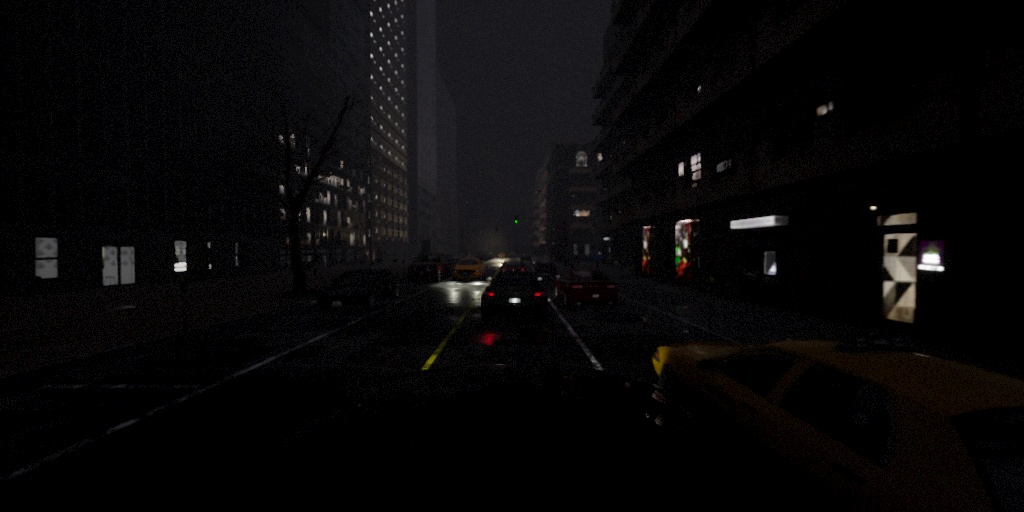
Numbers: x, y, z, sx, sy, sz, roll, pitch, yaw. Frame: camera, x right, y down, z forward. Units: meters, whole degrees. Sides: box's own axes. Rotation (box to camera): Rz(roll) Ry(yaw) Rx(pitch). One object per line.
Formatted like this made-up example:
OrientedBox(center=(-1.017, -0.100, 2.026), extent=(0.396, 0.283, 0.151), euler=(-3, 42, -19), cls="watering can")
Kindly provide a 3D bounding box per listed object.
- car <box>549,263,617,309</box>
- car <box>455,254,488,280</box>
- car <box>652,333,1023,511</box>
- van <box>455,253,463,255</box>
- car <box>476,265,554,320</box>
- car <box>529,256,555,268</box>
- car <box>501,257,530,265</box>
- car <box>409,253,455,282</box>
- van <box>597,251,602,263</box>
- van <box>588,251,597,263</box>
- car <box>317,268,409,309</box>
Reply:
OrientedBox(center=(2.705, 1.116, 13.806), extent=(1.888, 1.381, 4.507), euler=(0, 0, 0), cls="car")
OrientedBox(center=(-3.058, 0.868, 26.152), extent=(1.882, 1.535, 5.008), euler=(0, 1, 0), cls="car")
OrientedBox(center=(2.690, 1.260, 2.932), extent=(1.751, 1.417, 4.829), euler=(0, 0, 0), cls="car")
OrientedBox(center=(-5.646, 0.592, 35.907), extent=(1.690, 1.789, 3.998), euler=(0, 0, 0), cls="van")
OrientedBox(center=(0.090, 1.164, 11.857), extent=(1.994, 1.385, 4.181), euler=(0, 1, 0), cls="car")
OrientedBox(center=(2.727, 0.875, 30.372), extent=(1.888, 1.381, 4.507), euler=(0, 0, 0), cls="car")
OrientedBox(center=(0.113, 0.977, 27.163), extent=(1.895, 1.301, 4.718), euler=(0, 1, 0), cls="car")
OrientedBox(center=(-5.661, 0.724, 24.862), extent=(2.192, 1.841, 5.009), euler=(0, 0, 0), cls="car")
OrientedBox(center=(13.804, 0.240, 47.458), extent=(3.998, 1.789, 1.690), euler=(0, 0, 0), cls="van")
OrientedBox(center=(13.794, 0.081, 55.837), extent=(3.998, 1.789, 1.690), euler=(0, 0, 0), cls="van")
OrientedBox(center=(-5.675, 1.137, 13.818), extent=(1.948, 1.339, 4.313), euler=(0, 0, 0), cls="car")
